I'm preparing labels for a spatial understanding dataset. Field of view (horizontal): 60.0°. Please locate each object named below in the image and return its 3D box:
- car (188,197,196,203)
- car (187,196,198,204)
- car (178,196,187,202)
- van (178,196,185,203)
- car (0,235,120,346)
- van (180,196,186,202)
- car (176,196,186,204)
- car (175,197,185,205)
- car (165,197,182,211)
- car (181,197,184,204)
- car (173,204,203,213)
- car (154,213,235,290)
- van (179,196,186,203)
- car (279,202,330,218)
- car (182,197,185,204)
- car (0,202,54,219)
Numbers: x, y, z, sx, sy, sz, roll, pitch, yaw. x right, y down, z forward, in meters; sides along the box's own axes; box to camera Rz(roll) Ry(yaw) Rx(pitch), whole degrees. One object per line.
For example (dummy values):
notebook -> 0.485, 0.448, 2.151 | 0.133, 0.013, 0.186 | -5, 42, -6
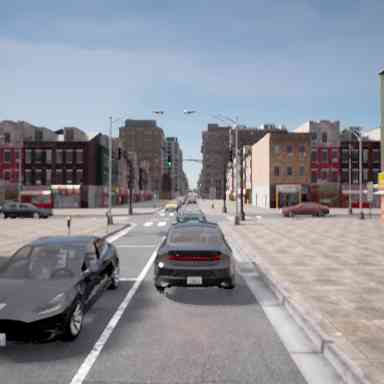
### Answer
car -> 0.033, 2.076, 84.169 | 1.882, 1.535, 5.008 | 0, -1, 0
car -> 0.034, 2.067, 74.469 | 1.994, 1.385, 4.181 | 0, 0, 0
car -> -2.607, 1.888, 66.783 | 1.967, 1.590, 4.097 | 0, 0, 0
van -> -2.600, 1.934, 83.600 | 1.690, 1.788, 3.998 | 0, -1, 0
car -> -2.631, 1.601, 6.593 | 1.947, 1.339, 4.313 | 0, 0, 0
van -> -2.596, 2.035, 94.811 | 1.690, 1.788, 3.998 | 0, -1, 0
car -> -2.602, 1.859, 77.995 | 2.192, 1.841, 5.009 | 0, 0, 0
car -> -2.605, 1.936, 72.388 | 1.967, 1.590, 4.097 | 0, 0, 0
car -> -2.616, 1.797, 44.192 | 1.752, 1.417, 4.829 | 0, 0, 0
car -> -2.614, 1.859, 49.967 | 1.887, 1.381, 4.507 | 0, 0, 0
car -> -0.164, 1.730, 22.848 | 1.895, 1.301, 4.718 | 0, 0, -3
car -> 0.079, 1.556, 9.202 | 1.837, 1.490, 4.892 | 0, 0, 1
van -> -2.598, 1.984, 89.205 | 1.690, 1.788, 3.998 | 0, -1, 0
car -> 10.851, 1.700, 32.172 | 4.674, 1.442, 1.812 | 0, -1, 0
car -> -2.612, 1.939, 55.572 | 1.802, 1.307, 4.206 | 0, 0, 0
car -> -14.752, 1.689, 29.270 | 4.892, 1.490, 1.837 | 0, -1, 0
